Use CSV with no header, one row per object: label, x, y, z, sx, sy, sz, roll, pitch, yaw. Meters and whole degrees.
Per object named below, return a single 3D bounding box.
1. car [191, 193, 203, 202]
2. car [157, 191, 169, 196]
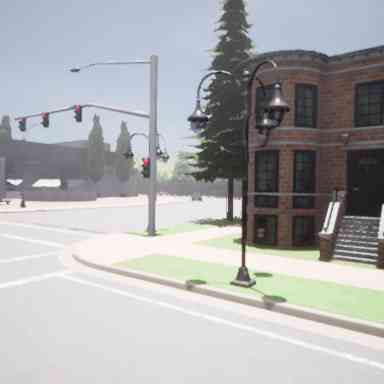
car,0.883,0.900,57.669,1.837,1.490,4.892,3,1,0
car,-7.420,0.430,81.603,1.812,1.442,4.674,0,1,-37
